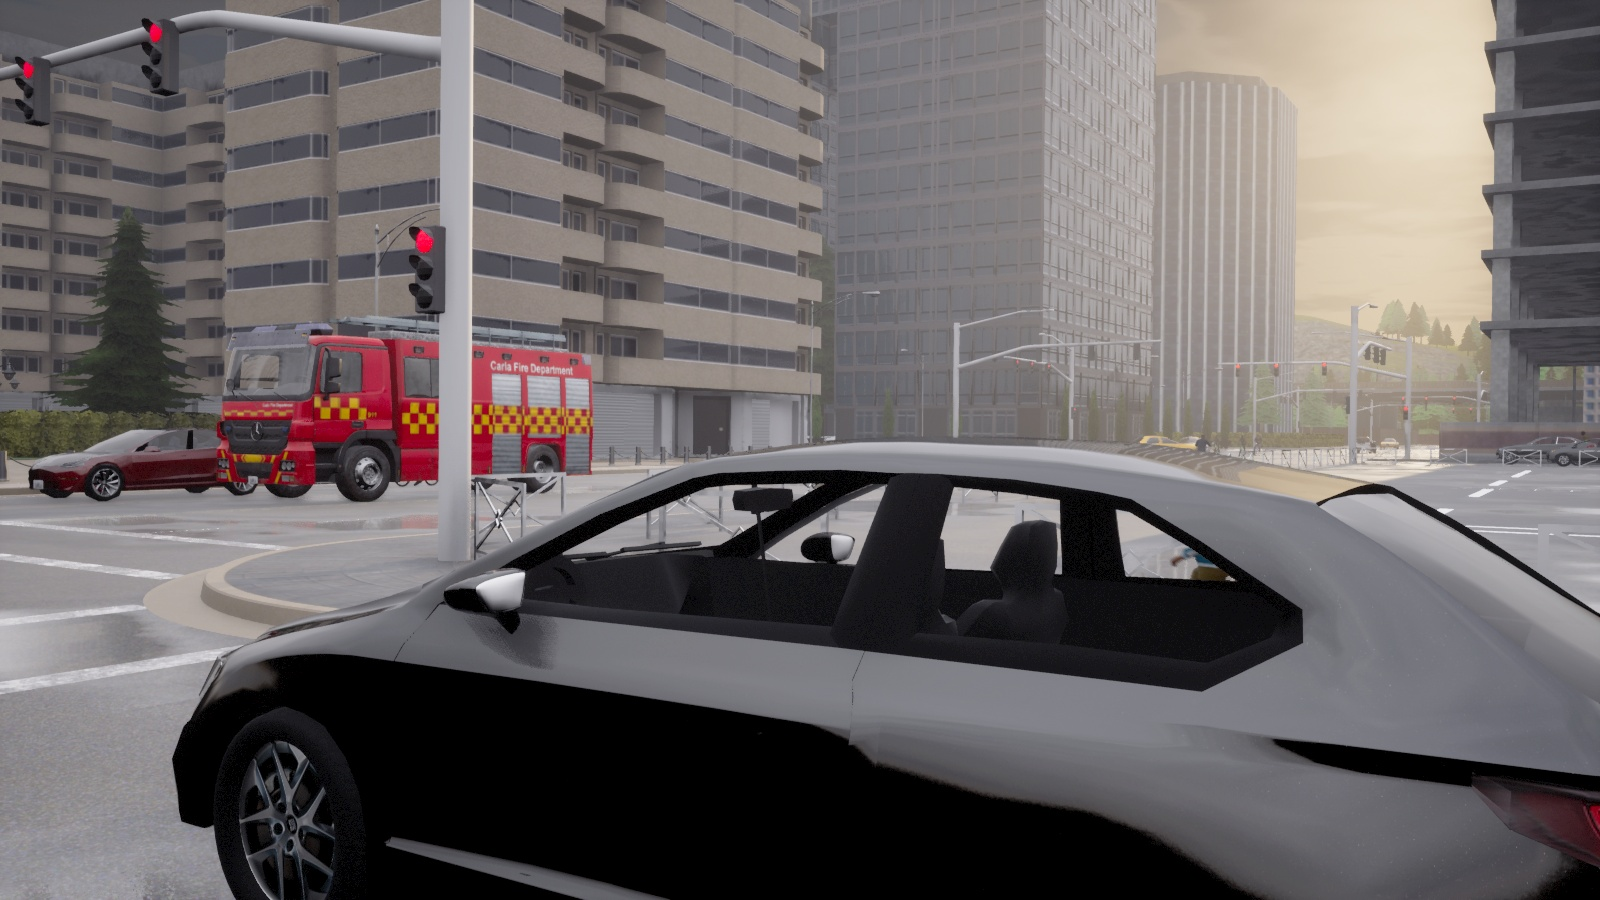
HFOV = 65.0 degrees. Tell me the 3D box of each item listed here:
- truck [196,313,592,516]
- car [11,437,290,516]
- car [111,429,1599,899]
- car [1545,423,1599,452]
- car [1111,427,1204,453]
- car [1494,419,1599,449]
[{"bbox_3d":[-8.614,-0.738,28.003,2.891,3.827,8.468,0,1,32],"label":"truck"},{"bbox_3d":[-13.616,0.491,26.643,2.163,1.488,4.792,0,1,32],"label":"car"},{"bbox_3d":[0.098,0.696,3.550,4.193,1.474,1.816,0,1,33],"label":"car"},{"bbox_3d":[42.050,-0.664,66.379,4.514,1.525,2.007,0,1,32],"label":"car"},{"bbox_3d":[22.428,-0.639,78.855,5.366,1.575,1.801,-1,1,-7],"label":"car"},{"bbox_3d":[41.957,-0.889,70.566,5.027,1.651,2.152,0,1,32],"label":"car"}]
